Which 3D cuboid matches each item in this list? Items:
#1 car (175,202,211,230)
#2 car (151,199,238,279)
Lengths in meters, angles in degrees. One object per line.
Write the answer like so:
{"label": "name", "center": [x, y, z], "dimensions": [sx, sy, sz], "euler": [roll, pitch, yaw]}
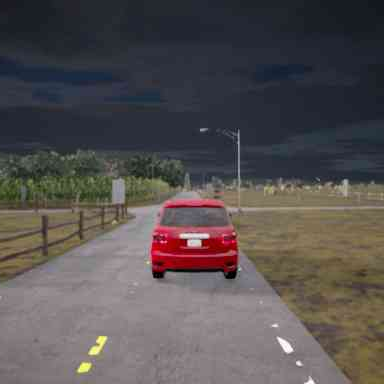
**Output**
{"label": "car", "center": [0.072, 1.465, 21.758], "dimensions": [2.033, 1.411, 5.357], "euler": [0, 1, 0]}
{"label": "car", "center": [0.079, 1.216, 10.116], "dimensions": [2.150, 2.045, 5.566], "euler": [0, 0, 1]}
